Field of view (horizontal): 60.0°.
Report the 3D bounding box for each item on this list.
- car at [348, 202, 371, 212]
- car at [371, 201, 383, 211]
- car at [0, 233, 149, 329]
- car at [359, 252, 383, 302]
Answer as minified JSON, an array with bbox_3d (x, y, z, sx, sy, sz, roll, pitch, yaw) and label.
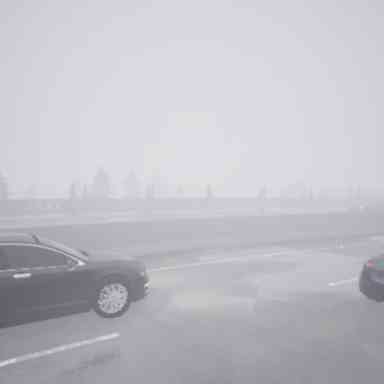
[{"bbox_3d":[17.120,1.533,31.236,4.718,1.301,1.895,0,0,-17],"label":"car"},{"bbox_3d":[18.248,1.496,27.956,5.357,1.411,2.033,0,0,-17],"label":"car"},{"bbox_3d":[-3.093,1.470,5.695,4.892,1.490,1.837,0,0,-35],"label":"car"},{"bbox_3d":[5.445,1.553,6.884,4.181,1.385,1.994,0,0,-30],"label":"car"}]
